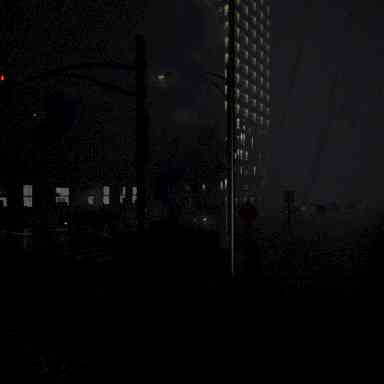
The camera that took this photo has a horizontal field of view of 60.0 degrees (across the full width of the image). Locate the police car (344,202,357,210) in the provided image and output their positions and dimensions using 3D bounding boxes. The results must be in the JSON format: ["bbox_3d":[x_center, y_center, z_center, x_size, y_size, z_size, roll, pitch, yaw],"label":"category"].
[{"bbox_3d":[31.476,2.738,65.848,1.930,1.638,5.238,0,-1,33],"label":"police car"}]

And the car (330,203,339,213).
[{"bbox_3d":[22.516,2.529,53.841,1.882,1.535,5.008,0,-1,33],"label":"car"}]

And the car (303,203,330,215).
[{"bbox_3d":[16.987,2.376,45.226,1.837,1.490,4.892,0,-1,33],"label":"car"}]

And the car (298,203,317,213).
[{"bbox_3d":[19.118,2.533,54.738,1.837,1.490,4.892,0,-1,33],"label":"car"}]

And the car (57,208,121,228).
[{"bbox_3d":[-7.694,1.921,25.234,1.895,1.301,4.718,0,-1,33],"label":"car"}]

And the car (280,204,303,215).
[{"bbox_3d":[13.933,2.459,46.577,1.895,1.301,4.718,0,-1,33],"label":"car"}]

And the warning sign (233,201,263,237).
[{"bbox_3d":[3.123,1.454,18.543,1.300,1.860,1.060,1,1,33],"label":"warning sign"}]

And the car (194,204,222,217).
[{"bbox_3d":[2.079,2.169,40.425,1.812,1.442,4.674,0,-1,33],"label":"car"}]

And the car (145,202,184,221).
[{"bbox_3d":[-2.779,1.835,32.877,2.097,1.767,4.553,0,-1,33],"label":"car"}]

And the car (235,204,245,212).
[{"bbox_3d":[7.508,2.386,48.802,1.994,1.385,4.181,0,-1,34],"label":"car"}]
